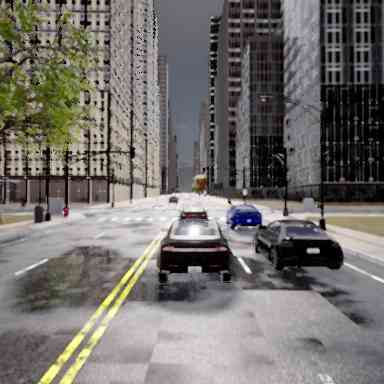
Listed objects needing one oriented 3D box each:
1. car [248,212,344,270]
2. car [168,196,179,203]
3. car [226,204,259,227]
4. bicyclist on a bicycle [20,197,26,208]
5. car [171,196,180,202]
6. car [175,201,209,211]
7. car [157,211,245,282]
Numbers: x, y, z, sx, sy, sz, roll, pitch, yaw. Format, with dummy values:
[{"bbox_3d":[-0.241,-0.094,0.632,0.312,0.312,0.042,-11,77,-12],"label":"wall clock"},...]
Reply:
[{"bbox_3d":[3.349,1.600,11.193,1.994,1.385,4.181,0,0,0],"label":"car"},{"bbox_3d":[-4.028,1.661,71.386,1.882,1.535,5.008,0,0,-1],"label":"car"},{"bbox_3d":[3.350,1.546,21.999,1.882,1.535,5.008,0,0,0],"label":"car"},{"bbox_3d":[-25.157,1.546,49.430,0.582,1.620,1.656,0,-1,2],"label":"bicyclist on a bicycle"},{"bbox_3d":[-4.294,1.749,86.956,2.033,1.411,5.357,0,0,-1],"label":"car"},{"bbox_3d":[0.099,1.558,21.483,2.128,1.511,4.902,0,0,0],"label":"car"},{"bbox_3d":[0.093,1.523,9.833,2.128,1.511,4.902,0,0,1],"label":"car"}]
